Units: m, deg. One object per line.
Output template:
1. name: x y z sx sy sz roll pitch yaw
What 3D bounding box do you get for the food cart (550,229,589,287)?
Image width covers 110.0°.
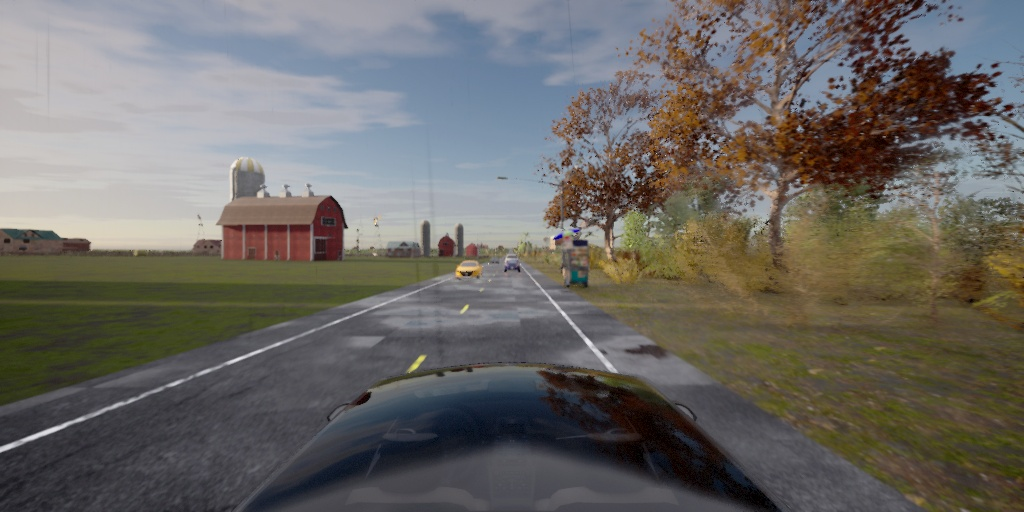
1. food cart: 4.002 0.152 23.350 2.280 3.560 4.660 0 0 0

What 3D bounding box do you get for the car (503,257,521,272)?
1. car: 0.078 1.153 42.735 1.812 1.442 4.674 0 0 1

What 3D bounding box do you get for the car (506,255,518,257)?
1. car: 0.008 0.809 54.492 2.150 2.045 5.566 0 0 0

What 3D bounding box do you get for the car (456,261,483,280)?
1. car: -3.592 1.142 30.764 1.882 1.535 5.008 0 0 0
